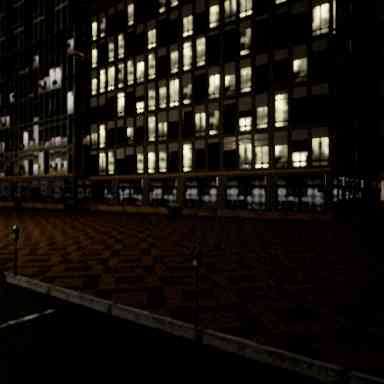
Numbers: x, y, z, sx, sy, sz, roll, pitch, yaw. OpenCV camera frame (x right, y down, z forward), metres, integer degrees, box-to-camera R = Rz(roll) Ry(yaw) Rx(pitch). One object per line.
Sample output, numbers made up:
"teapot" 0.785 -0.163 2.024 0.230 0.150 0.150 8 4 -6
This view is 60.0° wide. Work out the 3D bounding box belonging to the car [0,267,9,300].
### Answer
"car" -5.656 1.546 6.934 4.829 1.417 1.752 0 0 36
